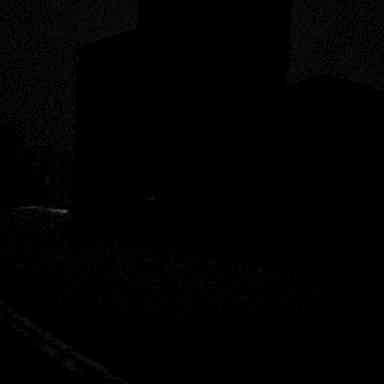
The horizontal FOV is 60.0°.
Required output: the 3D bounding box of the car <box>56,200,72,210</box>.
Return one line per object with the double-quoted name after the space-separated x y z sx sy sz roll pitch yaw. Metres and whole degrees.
-20.652 2.129 55.981 1.882 1.535 5.008 5 -1 17 "car"
